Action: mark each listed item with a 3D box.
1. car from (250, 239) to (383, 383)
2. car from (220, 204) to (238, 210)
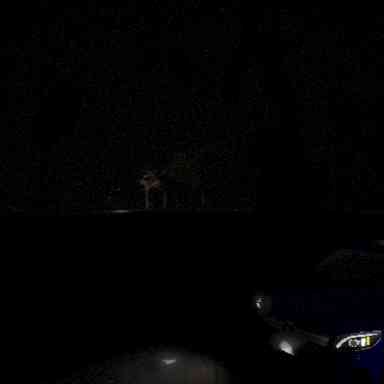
[{"bbox_3d":[2.990,1.525,5.202,4.674,1.442,1.812,0,0,-35],"label":"car"},{"bbox_3d":[8.113,3.225,73.022,1.994,1.385,4.181,0,-2,-36],"label":"car"}]
